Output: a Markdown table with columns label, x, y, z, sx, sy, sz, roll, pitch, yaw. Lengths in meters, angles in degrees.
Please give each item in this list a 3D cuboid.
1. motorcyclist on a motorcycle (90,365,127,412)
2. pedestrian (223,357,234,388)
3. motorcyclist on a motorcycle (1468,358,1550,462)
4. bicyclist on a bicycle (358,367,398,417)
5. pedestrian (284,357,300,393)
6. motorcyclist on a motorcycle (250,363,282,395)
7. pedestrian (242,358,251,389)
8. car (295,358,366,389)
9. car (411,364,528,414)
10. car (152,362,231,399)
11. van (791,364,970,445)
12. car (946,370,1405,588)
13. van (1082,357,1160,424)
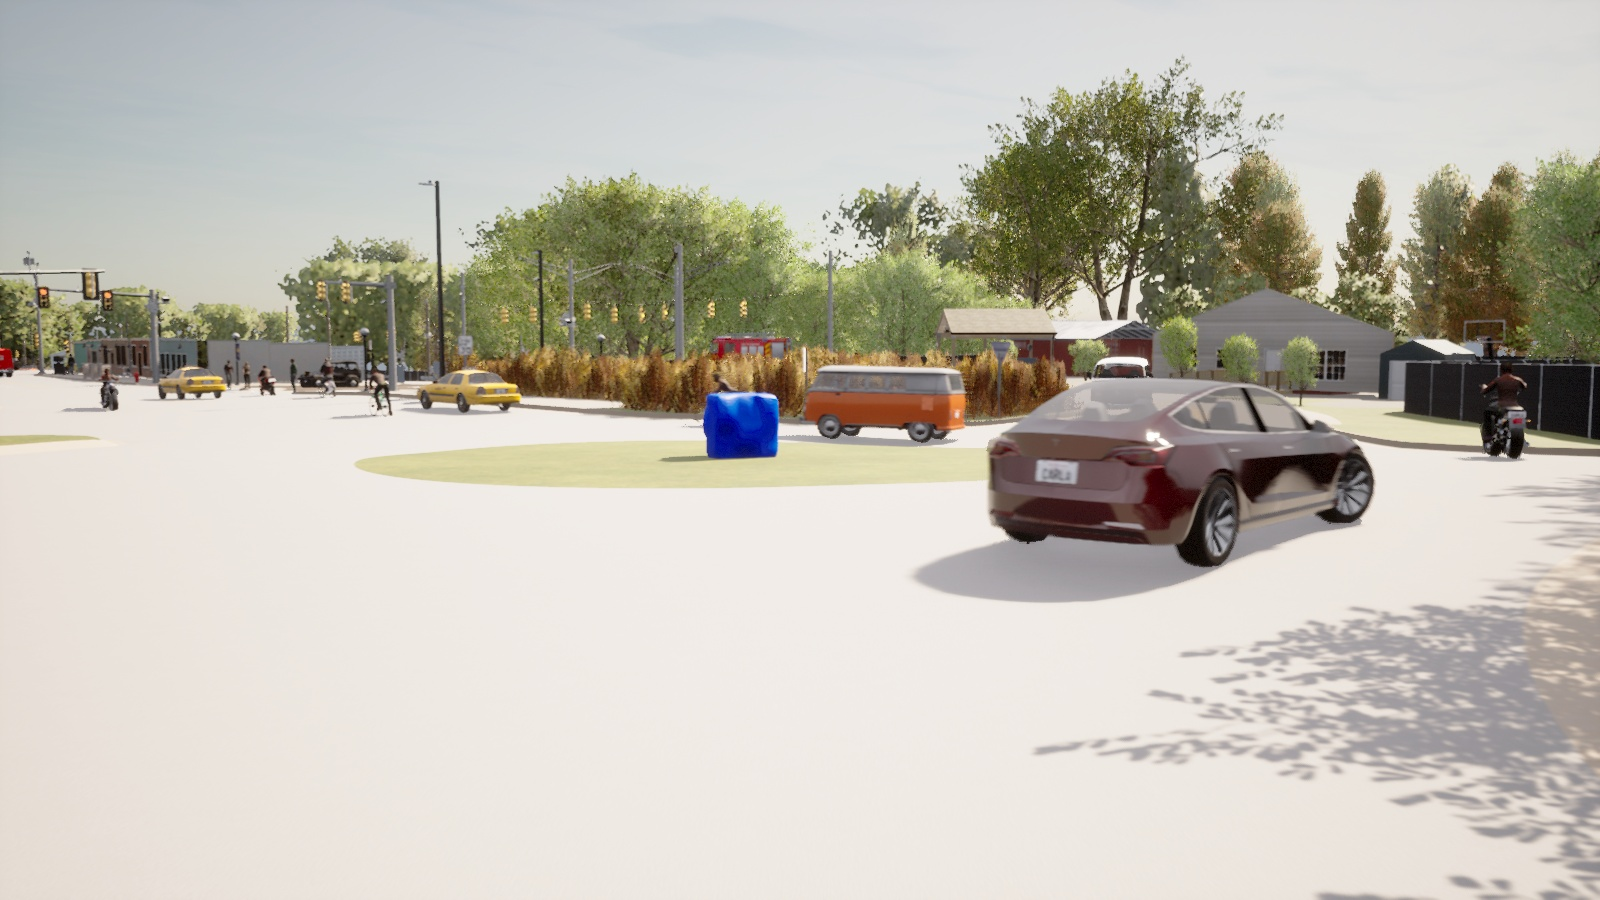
| label | x | y | z | sx | sy | sz | roll | pitch | yaw |
| --- | --- | --- | --- | --- | --- | --- | --- | --- | --- |
| motorcyclist on a motorcycle | -26.331 | -2.360 | 47.793 | 0.766 | 1.649 | 2.350 | -5 | 8 | -38 |
| pedestrian | -35.745 | -4.840 | 78.501 | 0.402 | 1.930 | 0.666 | -4 | 7 | -39 |
| motorcyclist on a motorcycle | 11.906 | -0.650 | 21.171 | 0.766 | 1.649 | 2.350 | 0 | 1 | 19 |
| bicyclist on a bicycle | -14.194 | -1.961 | 42.231 | 0.582 | 1.620 | 1.656 | -6 | 7 | -41 |
| pedestrian | -26.335 | -3.915 | 65.137 | 0.614 | 1.847 | 0.353 | -5 | 7 | -41 |
| motorcyclist on a motorcycle | -25.966 | -3.442 | 61.007 | 0.797 | 1.523 | 2.044 | -5 | 5 | -40 |
| pedestrian | -33.468 | -4.615 | 75.914 | 0.331 | 1.846 | 0.634 | -4 | 7 | -35 |
| car | -30.262 | -4.930 | 80.959 | 1.905 | 1.878 | 3.866 | 5 | 5 | 44 |
| car | -11.922 | -2.251 | 45.075 | 1.801 | 1.575 | 5.366 | -5 | 7 | -41 |
| car | -28.082 | -3.215 | 57.851 | 1.801 | 1.575 | 5.366 | -5 | 6 | -41 |
| van | 2.166 | -1.274 | 33.886 | 4.442 | 1.987 | 1.775 | 3 | 4 | 23 |
| car | 3.673 | 0.061 | 11.707 | 2.163 | 1.488 | 4.792 | 4 | 7 | 43 |
| van | 10.692 | -2.044 | 41.632 | 2.069 | 2.038 | 4.480 | 2 | 5 | 19 |
